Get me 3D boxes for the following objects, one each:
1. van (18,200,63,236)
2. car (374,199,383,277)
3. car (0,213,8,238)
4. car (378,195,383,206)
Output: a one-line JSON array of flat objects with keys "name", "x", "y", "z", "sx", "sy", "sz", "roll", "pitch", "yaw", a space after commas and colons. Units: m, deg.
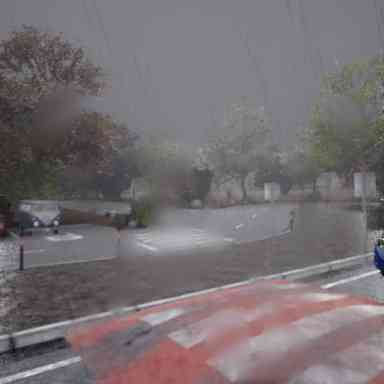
[{"name": "van", "x": -9.208, "y": 1.488, "z": 20.034, "sx": 1.878, "sy": 1.987, "sz": 4.442, "roll": 1, "pitch": 0, "yaw": -36}, {"name": "car", "x": 7.031, "y": 1.172, "z": 8.687, "sx": 5.566, "sy": 2.045, "sz": 2.150, "roll": 0, "pitch": 0, "yaw": -35}, {"name": "car", "x": -11.551, "y": 1.712, "z": 18.538, "sx": 2.163, "sy": 1.488, "sz": 4.792, "roll": 1, "pitch": 0, "yaw": -36}, {"name": "car", "x": 27.920, "y": 1.162, "z": 44.094, "sx": 5.357, "sy": 1.411, "sz": 2.033, "roll": 1, "pitch": 3, "yaw": 11}]
